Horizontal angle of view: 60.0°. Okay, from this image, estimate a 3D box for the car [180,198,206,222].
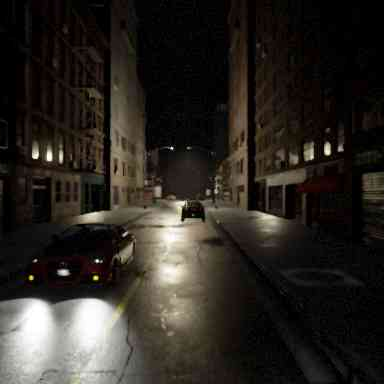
[{"bbox_3d":[0.095,1.503,26.709,2.128,1.511,4.902,0,0,0],"label":"car"}]

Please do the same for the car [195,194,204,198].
[{"bbox_3d":[2.314,1.729,90.370,1.947,1.339,4.313,0,0,0],"label":"car"}]

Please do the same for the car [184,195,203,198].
[{"bbox_3d":[0.094,1.541,43.342,1.837,1.490,4.892,0,0,0],"label":"car"}]

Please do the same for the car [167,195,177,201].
[{"bbox_3d":[-5.711,1.603,90.378,1.967,1.590,4.097,0,0,0],"label":"car"}]

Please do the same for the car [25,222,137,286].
[{"bbox_3d":[-2.793,1.564,9.237,1.994,1.385,4.181,0,0,0],"label":"car"}]
